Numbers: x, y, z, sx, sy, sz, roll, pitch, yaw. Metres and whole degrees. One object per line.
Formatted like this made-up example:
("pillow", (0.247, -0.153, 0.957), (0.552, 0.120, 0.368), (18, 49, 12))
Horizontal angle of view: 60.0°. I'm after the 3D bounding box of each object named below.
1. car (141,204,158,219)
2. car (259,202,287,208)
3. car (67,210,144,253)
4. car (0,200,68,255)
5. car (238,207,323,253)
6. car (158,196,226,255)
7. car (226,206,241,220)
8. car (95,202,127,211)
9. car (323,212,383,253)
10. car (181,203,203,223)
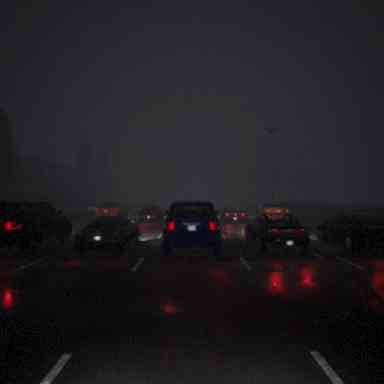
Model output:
("car", (-3.500, 1.781, 29.312), (1.837, 1.490, 4.892), (0, 0, 0))
("car", (6.998, 1.622, 29.086), (2.097, 1.767, 4.553), (0, -1, 0))
("car", (-3.496, 1.699, 14.331), (1.994, 1.385, 4.181), (0, 0, 0))
("car", (-7.001, 1.348, 14.027), (2.150, 2.045, 5.566), (0, 0, 0))
("car", (3.503, 1.627, 14.301), (2.128, 1.511, 4.902), (0, 0, 0))
("car", (-0.001, 1.348, 14.026), (2.150, 2.045, 5.566), (0, 0, 0))
("car", (3.497, 1.873, 29.106), (1.895, 1.301, 4.718), (0, 0, 0))
("car", (-7.002, 1.621, 29.085), (2.097, 1.767, 4.553), (0, -1, 0))
("car", (7.003, 1.642, 14.310), (1.837, 1.490, 4.892), (0, 0, 0))
("car", (0.001, 1.800, 29.372), (1.812, 1.442, 4.674), (0, 0, 0))
